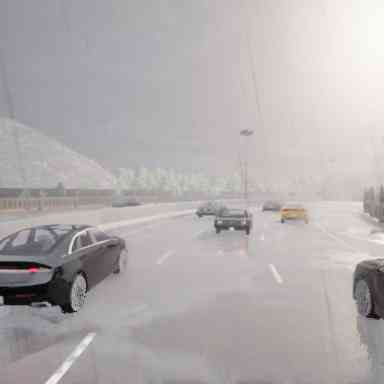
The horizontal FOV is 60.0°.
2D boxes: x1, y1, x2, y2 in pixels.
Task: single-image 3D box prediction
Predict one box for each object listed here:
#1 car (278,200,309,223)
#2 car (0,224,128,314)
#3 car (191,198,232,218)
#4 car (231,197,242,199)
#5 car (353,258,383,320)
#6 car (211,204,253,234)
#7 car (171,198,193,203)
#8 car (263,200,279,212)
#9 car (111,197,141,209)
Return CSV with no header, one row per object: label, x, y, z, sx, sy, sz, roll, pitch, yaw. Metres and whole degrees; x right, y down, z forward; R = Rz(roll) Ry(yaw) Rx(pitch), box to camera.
car,8.060,1.512,26.078,1.882,1.535,5.008,0,0,18
car,-2.883,1.478,7.610,2.128,1.511,4.902,0,0,5
car,1.931,1.554,29.930,2.033,1.411,5.357,0,0,19
car,7.268,1.577,56.129,2.033,1.411,5.357,0,0,35
car,3.877,1.509,4.432,2.128,1.511,4.902,0,0,4
car,2.526,1.611,19.258,1.895,1.301,4.718,0,0,13
car,-1.108,1.540,49.112,2.033,1.411,5.357,0,0,29
car,9.747,1.605,39.254,1.994,1.385,4.181,0,0,26
car,-8.314,1.467,42.344,1.837,1.490,4.892,0,-1,24
